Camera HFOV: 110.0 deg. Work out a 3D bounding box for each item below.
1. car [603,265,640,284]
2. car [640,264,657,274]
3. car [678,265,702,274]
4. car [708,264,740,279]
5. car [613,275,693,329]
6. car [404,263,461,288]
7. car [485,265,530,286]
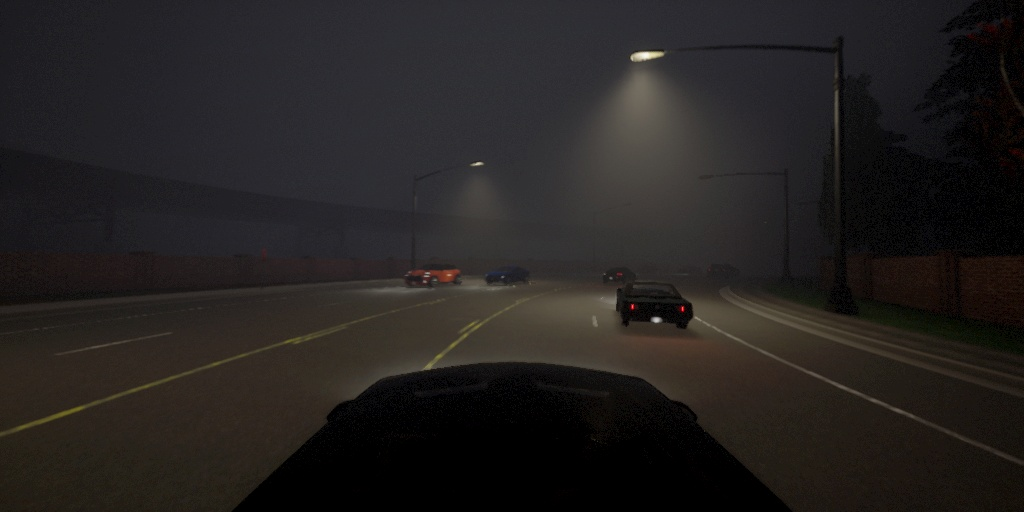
[{"bbox_3d":[9.270,1.643,30.824,1.812,1.442,4.674,-1,-1,34],"label":"car"},{"bbox_3d":[21.136,2.088,57.124,4.902,1.511,2.128,1,-1,-36],"label":"car"},{"bbox_3d":[28.928,2.222,58.252,4.181,1.385,1.994,1,-2,-33],"label":"car"},{"bbox_3d":[25.030,1.700,42.327,4.553,1.767,2.097,1,-1,-39],"label":"car"},{"bbox_3d":[4.582,1.504,12.170,1.895,1.301,4.718,1,0,14],"label":"car"},{"bbox_3d":[-5.571,1.259,25.695,2.097,1.767,4.553,0,-1,24],"label":"car"},{"bbox_3d":[-0.270,1.487,28.834,1.882,1.535,5.008,0,-1,29],"label":"car"}]
